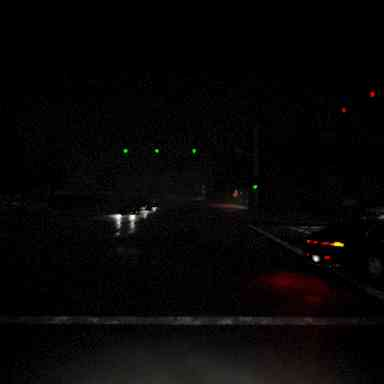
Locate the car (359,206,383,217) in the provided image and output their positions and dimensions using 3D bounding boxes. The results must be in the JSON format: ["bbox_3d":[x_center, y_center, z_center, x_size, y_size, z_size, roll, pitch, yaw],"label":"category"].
[{"bbox_3d":[13.476,1.333,20.667,5.566,2.045,2.150,0,0,-1],"label":"car"}]

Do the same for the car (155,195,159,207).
[{"bbox_3d":[-7.019,1.532,57.904,2.150,2.045,5.566,0,0,1],"label":"car"}]

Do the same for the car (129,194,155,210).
[{"bbox_3d":[-7.079,1.477,47.700,2.150,2.045,5.566,0,0,0],"label":"car"}]

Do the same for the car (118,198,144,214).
[{"bbox_3d":[-7.087,1.729,37.942,1.812,1.442,4.674,0,0,0],"label":"car"}]

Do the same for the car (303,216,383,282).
[{"bbox_3d":[5.675,1.559,9.794,4.892,1.490,1.837,0,-4,-18],"label":"car"}]
